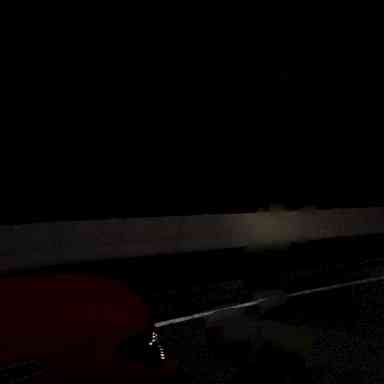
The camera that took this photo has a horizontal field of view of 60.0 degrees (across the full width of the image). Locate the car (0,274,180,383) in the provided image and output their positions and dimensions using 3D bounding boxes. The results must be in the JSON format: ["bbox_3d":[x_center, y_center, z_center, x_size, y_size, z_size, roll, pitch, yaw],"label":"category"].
[{"bbox_3d":[-2.758,1.231,1.855,5.566,2.045,2.150,-1,1,-36],"label":"car"}]
